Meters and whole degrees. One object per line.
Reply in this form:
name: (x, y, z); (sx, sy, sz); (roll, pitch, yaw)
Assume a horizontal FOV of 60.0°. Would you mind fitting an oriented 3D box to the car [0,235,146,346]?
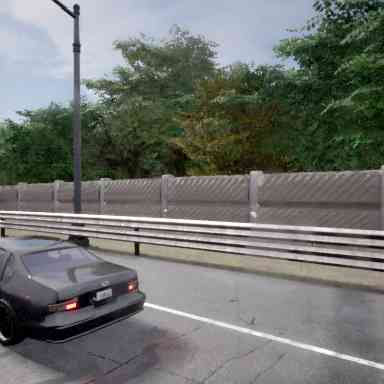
car: (-3.321, 1.569, 6.376); (5.357, 1.411, 2.033); (0, 0, 36)
